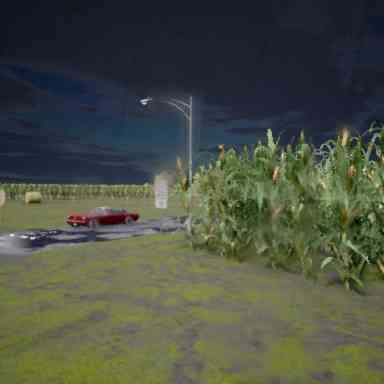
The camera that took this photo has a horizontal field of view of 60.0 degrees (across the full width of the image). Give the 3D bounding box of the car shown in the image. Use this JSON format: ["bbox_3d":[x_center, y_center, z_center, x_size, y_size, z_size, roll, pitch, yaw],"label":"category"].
[{"bbox_3d":[-5.675,1.618,21.495,1.895,1.301,4.718,1,0,34],"label":"car"}]

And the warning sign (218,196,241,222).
[{"bbox_3d":[2.721,1.208,24.370,1.300,1.860,1.060,1,1,34],"label":"warning sign"}]
